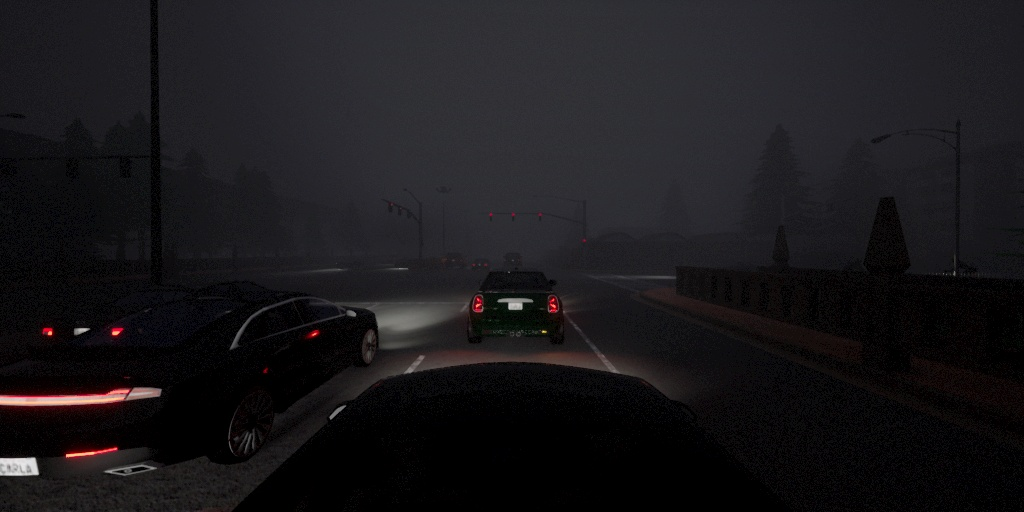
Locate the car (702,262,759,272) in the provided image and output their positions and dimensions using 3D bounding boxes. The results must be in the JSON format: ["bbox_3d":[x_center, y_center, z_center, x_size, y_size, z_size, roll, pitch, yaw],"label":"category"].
[{"bbox_3d":[18.066,1.105,29.328,4.718,1.301,1.895,0,1,2],"label":"car"}]

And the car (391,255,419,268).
[{"bbox_3d":[-14.094,0.890,47.599,1.994,1.385,4.181,0,1,0],"label":"car"}]

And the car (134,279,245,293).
[{"bbox_3d":[-6.921,1.250,8.294,2.033,1.411,5.357,0,1,0],"label":"car"}]

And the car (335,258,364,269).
[{"bbox_3d":[-21.093,0.936,46.679,1.895,1.301,4.718,0,1,0],"label":"car"}]

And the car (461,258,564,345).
[{"bbox_3d":[0.142,1.047,9.570,2.097,1.767,4.553,0,1,2],"label":"car"}]

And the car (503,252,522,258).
[{"bbox_3d":[0.099,0.576,44.707,2.150,2.045,5.566,0,1,0],"label":"car"}]

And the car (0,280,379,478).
[{"bbox_3d":[-3.437,1.224,4.908,2.128,1.511,4.902,0,1,0],"label":"car"}]

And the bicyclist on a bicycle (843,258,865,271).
[{"bbox_3d":[17.868,0.909,18.630,0.582,1.620,1.656,0,1,-14],"label":"bicyclist on a bicycle"}]

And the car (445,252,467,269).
[{"bbox_3d":[-6.914,0.576,44.738,2.150,2.045,5.566,0,1,0],"label":"car"}]

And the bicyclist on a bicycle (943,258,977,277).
[{"bbox_3d":[22.202,0.918,17.779,0.582,1.620,1.656,0,0,-35],"label":"bicyclist on a bicycle"}]
